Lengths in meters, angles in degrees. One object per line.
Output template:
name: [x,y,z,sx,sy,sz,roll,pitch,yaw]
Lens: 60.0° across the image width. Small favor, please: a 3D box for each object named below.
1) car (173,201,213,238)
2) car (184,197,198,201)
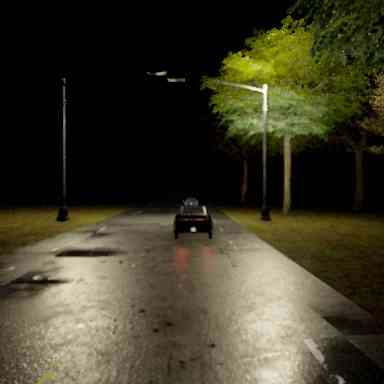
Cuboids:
car: [0.055,1.445,17.276,2.128,1.511,4.902,0,0,0]
car: [-0.102,1.316,39.199,2.033,1.411,5.357,0,1,-1]
